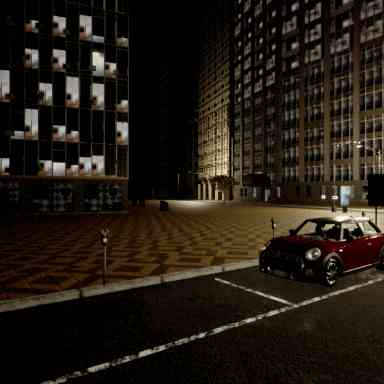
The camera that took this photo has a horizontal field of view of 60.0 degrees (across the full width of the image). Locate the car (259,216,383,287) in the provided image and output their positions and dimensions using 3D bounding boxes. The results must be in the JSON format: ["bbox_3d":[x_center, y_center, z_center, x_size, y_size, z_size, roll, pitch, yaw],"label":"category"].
[{"bbox_3d":[3.741,1.439,9.234,4.097,1.590,1.967,0,0,-36],"label":"car"}]
